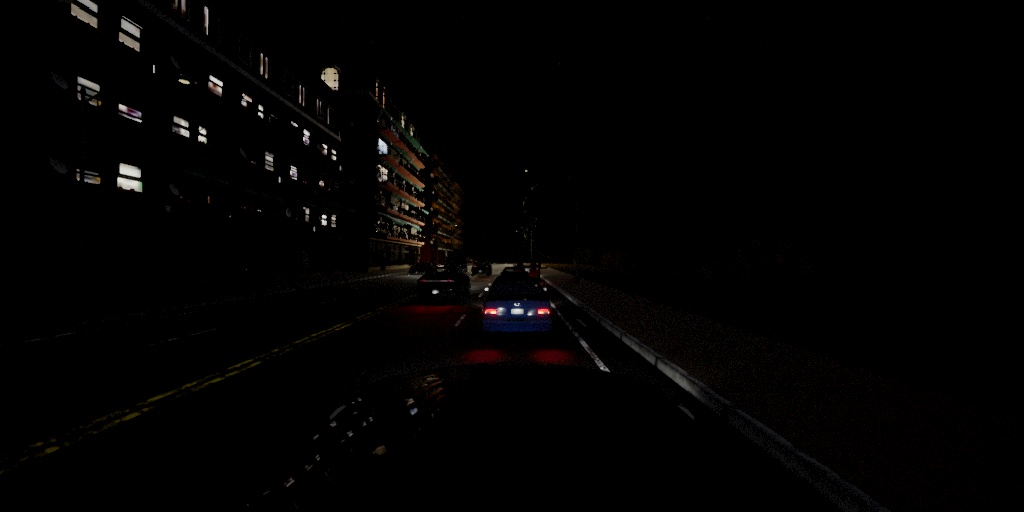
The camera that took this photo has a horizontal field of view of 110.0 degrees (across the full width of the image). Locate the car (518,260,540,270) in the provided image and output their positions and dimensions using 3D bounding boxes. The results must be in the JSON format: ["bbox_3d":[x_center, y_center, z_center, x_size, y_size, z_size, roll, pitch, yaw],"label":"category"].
[{"bbox_3d":[1.187,1.104,29.865,2.097,1.767,4.553,0,0,0],"label":"car"}]

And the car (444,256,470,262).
[{"bbox_3d":[-6.530,0.974,41.496,2.150,2.045,5.566,0,0,0],"label":"car"}]

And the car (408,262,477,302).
[{"bbox_3d":[-3.124,1.244,17.076,2.128,1.511,4.902,0,0,0],"label":"car"}]

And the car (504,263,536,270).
[{"bbox_3d":[0.128,1.317,20.930,1.994,1.385,4.181,0,0,1],"label":"car"}]

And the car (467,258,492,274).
[{"bbox_3d":[-3.086,1.246,37.304,2.128,1.511,4.902,0,0,0],"label":"car"}]

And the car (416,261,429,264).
[{"bbox_3d":[-9.782,1.300,39.368,2.033,1.411,5.357,0,0,0],"label":"car"}]

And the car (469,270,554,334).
[{"bbox_3d":[0.117,1.299,10.597,2.033,1.411,5.357,0,0,0],"label":"car"}]
